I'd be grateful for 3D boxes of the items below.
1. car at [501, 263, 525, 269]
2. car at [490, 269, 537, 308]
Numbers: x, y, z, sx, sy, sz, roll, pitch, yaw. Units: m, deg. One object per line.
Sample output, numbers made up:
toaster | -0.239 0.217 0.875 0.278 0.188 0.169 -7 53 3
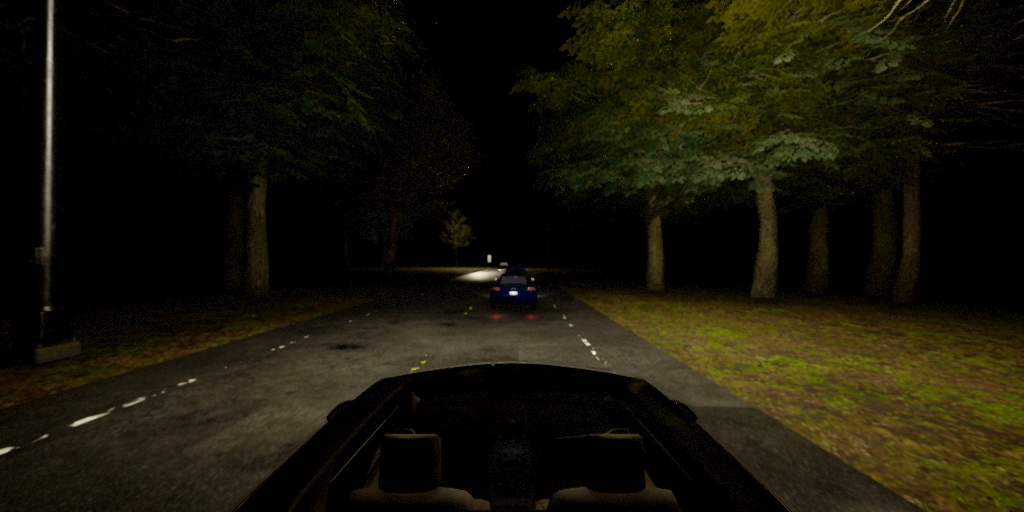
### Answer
car | 0.352 1.523 31.289 1.882 1.535 5.008 0 0 2
car | 0.087 1.454 16.126 1.994 1.385 4.181 0 -1 1
